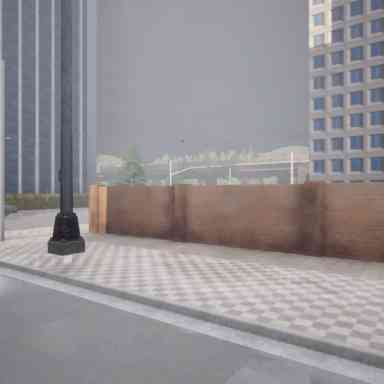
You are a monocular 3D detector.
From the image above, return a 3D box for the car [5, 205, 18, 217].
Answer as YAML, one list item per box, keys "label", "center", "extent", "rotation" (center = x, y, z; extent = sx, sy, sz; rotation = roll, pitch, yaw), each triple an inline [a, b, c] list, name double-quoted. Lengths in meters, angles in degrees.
- label: "car"
  center: [-18.279, 1.547, 29.290]
  extent: [2.033, 1.411, 5.357]
  rotation: [0, 0, 32]
